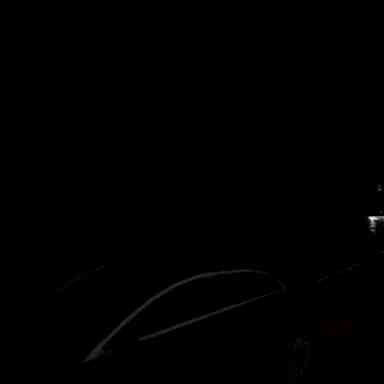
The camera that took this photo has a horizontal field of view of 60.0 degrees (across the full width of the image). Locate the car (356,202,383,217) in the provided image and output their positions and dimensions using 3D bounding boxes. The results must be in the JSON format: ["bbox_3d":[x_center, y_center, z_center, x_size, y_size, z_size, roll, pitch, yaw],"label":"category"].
[{"bbox_3d":[21.637,2.102,39.720,1.837,1.490,4.892,-3,-2,11],"label":"car"}]

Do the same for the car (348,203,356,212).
[{"bbox_3d":[26.387,2.352,52.236,1.837,1.490,4.892,-4,-3,-2],"label":"car"}]

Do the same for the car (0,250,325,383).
[{"bbox_3d":[-0.457,1.497,3.667,4.902,1.511,2.128,0,0,-39],"label":"car"}]
